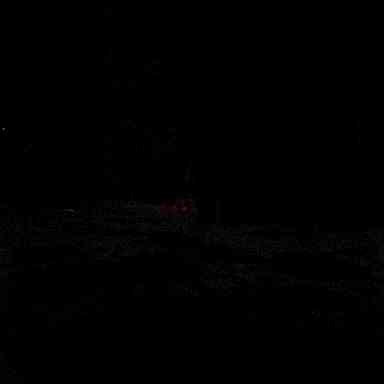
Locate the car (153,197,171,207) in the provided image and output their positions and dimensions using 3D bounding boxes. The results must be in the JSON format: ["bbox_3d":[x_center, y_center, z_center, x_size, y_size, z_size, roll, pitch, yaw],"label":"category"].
[{"bbox_3d":[-3.484,1.570,52.968,1.812,1.442,4.674,0,0,36],"label":"car"}]

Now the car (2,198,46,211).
[{"bbox_3d":[-20.494,1.493,40.716,2.128,1.511,4.902,0,0,36],"label":"car"}]

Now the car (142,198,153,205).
[{"bbox_3d":[-6.707,1.636,59.732,1.895,1.301,4.718,0,0,36],"label":"car"}]

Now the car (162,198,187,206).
[{"bbox_3d":[-3.068,1.688,59.192,1.895,1.301,4.718,0,0,36],"label":"car"}]

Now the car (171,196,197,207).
[{"bbox_3d":[-0.537,1.404,51.492,2.097,1.767,4.553,0,0,36],"label":"car"}]

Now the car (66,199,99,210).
[{"bbox_3d":[-14.366,1.581,43.662,1.994,1.385,4.181,0,0,36],"label":"car"}]

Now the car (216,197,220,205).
[{"bbox_3d":[5.147,1.630,59.476,1.994,1.385,4.181,0,0,36],"label":"car"}]
